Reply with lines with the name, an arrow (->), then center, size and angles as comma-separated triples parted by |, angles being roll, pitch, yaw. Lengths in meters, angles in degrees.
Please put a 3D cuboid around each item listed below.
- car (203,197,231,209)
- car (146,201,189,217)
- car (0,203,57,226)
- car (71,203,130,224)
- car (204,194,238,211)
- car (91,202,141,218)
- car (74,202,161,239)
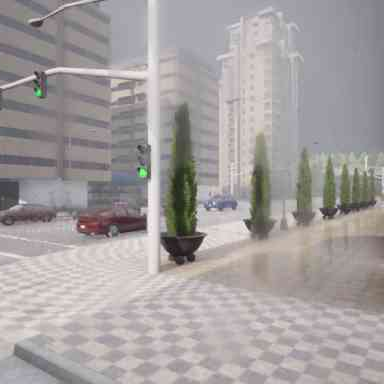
car -> 3.649, 1.560, 47.808 | 1.837, 1.490, 4.892 | 0, 0, 35
car -> -2.346, 1.619, 32.971 | 1.994, 1.385, 4.181 | 0, 0, 35
car -> -12.370, 1.581, 24.573 | 1.812, 1.442, 4.674 | 0, 0, 34
car -> -7.101, 1.619, 26.090 | 1.994, 1.385, 4.181 | 0, 0, 35
car -> 3.740, 1.277, 41.800 | 2.150, 2.045, 5.566 | 0, 0, 35
car -> -7.226, 1.656, 32.078 | 1.895, 1.301, 4.718 | 0, 0, 35
car -> -3.866, 1.533, 18.104 | 1.882, 1.535, 5.008 | 0, 0, 34
